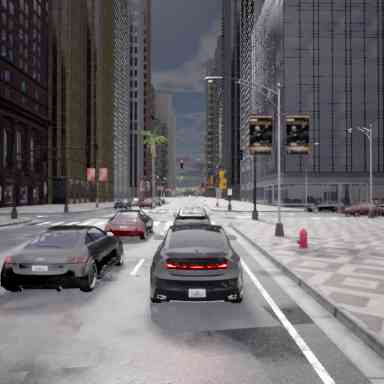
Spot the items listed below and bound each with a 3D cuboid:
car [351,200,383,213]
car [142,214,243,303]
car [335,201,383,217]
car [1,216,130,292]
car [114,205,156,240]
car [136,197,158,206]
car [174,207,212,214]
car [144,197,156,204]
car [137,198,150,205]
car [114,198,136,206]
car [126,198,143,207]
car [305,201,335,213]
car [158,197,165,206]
[{"bbox_3d":[20.771,1.641,37.867,4.313,1.339,1.947,0,0,-1],"label":"car"},{"bbox_3d":[0.089,1.515,8.204,1.837,1.490,4.892,0,0,0],"label":"car"},{"bbox_3d":[15.274,1.576,29.247,4.206,1.307,1.802,0,0,-1],"label":"car"},{"bbox_3d":[-3.168,1.576,8.979,1.994,1.385,4.181,0,0,1],"label":"car"},{"bbox_3d":[-3.174,1.601,17.379,1.994,1.385,4.181,0,0,0],"label":"car"},{"bbox_3d":[-6.667,1.706,50.037,1.882,1.535,5.008,0,0,0],"label":"car"},{"bbox_3d":[0.025,1.529,17.526,2.128,1.511,4.902,0,0,0],"label":"car"},{"bbox_3d":[-9.863,1.986,78.342,2.033,1.411,5.357,0,0,0],"label":"car"},{"bbox_3d":[-9.852,1.923,67.748,1.994,1.385,4.181,0,0,1],"label":"car"},{"bbox_3d":[-9.918,1.765,48.307,2.033,1.411,5.357,0,0,0],"label":"car"},{"bbox_3d":[-9.915,1.775,57.862,2.128,1.511,4.902,0,0,0],"label":"car"},{"bbox_3d":[15.131,1.660,37.771,4.313,1.339,1.947,0,0,-1],"label":"car"},{"bbox_3d":[-6.656,1.652,60.074,2.097,1.767,4.553,0,0,0],"label":"car"}]
